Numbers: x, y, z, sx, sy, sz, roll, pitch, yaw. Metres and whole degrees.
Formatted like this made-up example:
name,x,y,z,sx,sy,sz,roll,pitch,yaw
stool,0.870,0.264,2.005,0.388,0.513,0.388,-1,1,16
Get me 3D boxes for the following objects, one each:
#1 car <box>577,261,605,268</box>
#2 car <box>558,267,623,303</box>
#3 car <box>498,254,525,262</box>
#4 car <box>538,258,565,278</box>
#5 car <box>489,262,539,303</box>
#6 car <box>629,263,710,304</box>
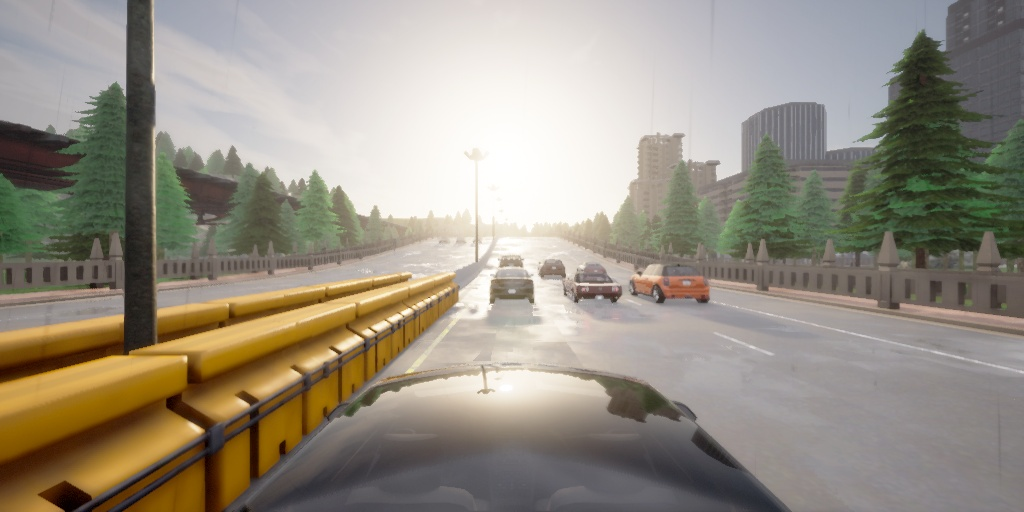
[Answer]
name,x,y,z,sx,sy,sz,roll,pitch,yaw
car,6.923,1.118,31.544,1.994,1.385,4.181,0,2,0
car,3.500,1.363,16.535,1.895,1.301,4.718,0,0,0
car,-0.076,0.798,31.525,2.150,2.045,5.566,0,2,0
car,3.424,0.912,31.487,2.097,1.767,4.553,0,2,0
car,0.000,1.232,16.503,1.882,1.535,5.008,0,0,0
car,7.000,1.113,16.476,2.097,1.767,4.553,0,0,0
